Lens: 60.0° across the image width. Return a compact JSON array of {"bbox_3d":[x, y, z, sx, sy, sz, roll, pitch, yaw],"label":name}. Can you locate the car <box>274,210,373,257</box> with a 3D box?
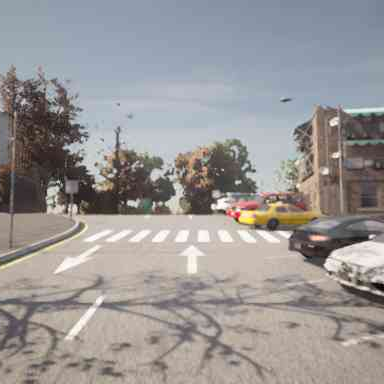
[{"bbox_3d":[5.316,1.459,10.696,4.674,1.452,2.002,1,0,-20],"label":"car"}]

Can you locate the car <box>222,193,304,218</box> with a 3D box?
[{"bbox_3d":[5.257,1.091,22.763,5.566,2.045,2.435,1,1,-21],"label":"car"}]

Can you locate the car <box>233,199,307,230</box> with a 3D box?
[{"bbox_3d":[5.474,1.361,19.816,5.366,1.575,1.946,1,0,-20],"label":"car"}]

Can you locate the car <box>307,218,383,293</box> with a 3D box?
[{"bbox_3d":[5.320,1.478,7.668,4.674,1.452,2.002,1,1,-20],"label":"car"}]

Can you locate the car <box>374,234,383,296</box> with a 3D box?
[{"bbox_3d":[5.478,1.456,4.707,5.366,1.575,1.946,1,0,-20],"label":"car"}]

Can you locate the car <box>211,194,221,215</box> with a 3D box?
[{"bbox_3d":[5.134,1.191,31.791,5.566,2.045,2.435,2,-5,-20],"label":"car"}]

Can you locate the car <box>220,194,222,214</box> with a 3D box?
[{"bbox_3d":[5.228,1.217,28.839,4.553,1.767,2.185,2,-2,-21],"label":"car"}]

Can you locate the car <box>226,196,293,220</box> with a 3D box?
[{"bbox_3d":[5.216,1.198,25.814,4.553,1.767,2.185,1,0,-21],"label":"car"}]
